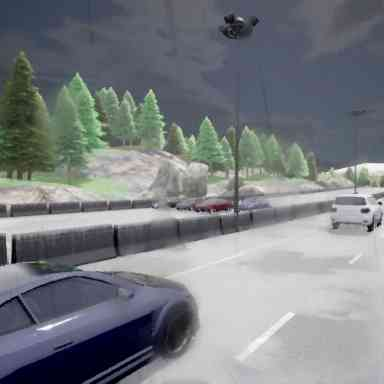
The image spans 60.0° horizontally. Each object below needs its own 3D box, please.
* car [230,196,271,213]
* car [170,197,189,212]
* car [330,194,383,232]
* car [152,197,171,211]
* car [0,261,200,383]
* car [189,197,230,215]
[{"bbox_3d":[6.023,1.218,32.806,2.097,1.767,4.553,0,1,36],"label":"car"},{"bbox_3d":[0.147,1.376,36.631,1.837,1.490,4.892,0,1,36],"label":"car"},{"bbox_3d":[10.058,1.153,20.194,2.150,2.045,5.566,0,0,36],"label":"car"},{"bbox_3d":[-2.614,1.362,38.785,2.128,1.511,4.902,0,1,36],"label":"car"},{"bbox_3d":[-1.712,1.565,4.066,1.994,1.385,4.181,0,0,36],"label":"car"},{"bbox_3d":[2.146,1.361,33.435,1.882,1.535,5.008,0,1,36],"label":"car"}]
